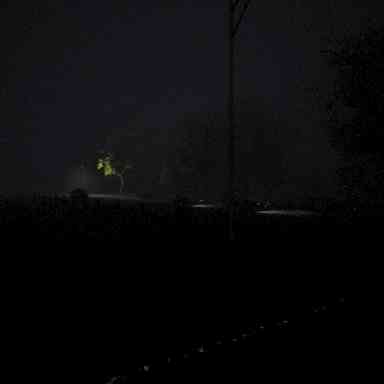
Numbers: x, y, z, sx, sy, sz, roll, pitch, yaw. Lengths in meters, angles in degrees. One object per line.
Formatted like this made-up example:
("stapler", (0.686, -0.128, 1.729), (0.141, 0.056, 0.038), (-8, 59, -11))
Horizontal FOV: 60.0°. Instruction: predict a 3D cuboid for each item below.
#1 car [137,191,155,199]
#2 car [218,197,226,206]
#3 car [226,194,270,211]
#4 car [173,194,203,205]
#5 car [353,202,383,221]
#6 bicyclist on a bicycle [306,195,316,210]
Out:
("car", (-8.678, 0.614, 62.944), (2.128, 1.511, 4.902), (0, 1, -33))
("car", (5.237, 1.008, 41.710), (1.882, 1.535, 5.008), (0, 1, -33))
("car", (6.057, 1.156, 35.057), (1.812, 1.442, 4.674), (0, 1, -33))
("car", (-0.655, 0.984, 45.322), (2.033, 1.411, 5.357), (0, 1, -33))
("car", (13.654, 1.411, 23.440), (1.994, 1.385, 4.181), (0, 1, -33))
("bicyclist on a bicycle", (12.758, 1.125, 35.730), (1.656, 1.620, 0.582), (0, 1, -33))
